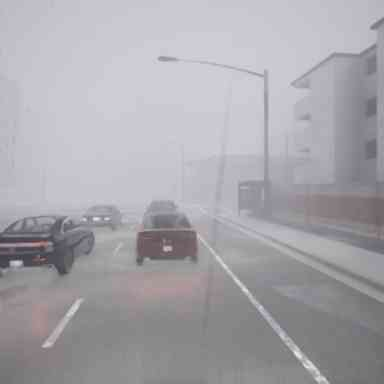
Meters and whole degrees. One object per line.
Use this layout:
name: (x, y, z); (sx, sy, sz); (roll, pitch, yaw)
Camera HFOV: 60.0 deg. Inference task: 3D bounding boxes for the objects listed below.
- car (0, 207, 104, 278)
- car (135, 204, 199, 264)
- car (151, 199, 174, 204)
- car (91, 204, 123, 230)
car: (-4.276, 1.445, 10.101); (2.128, 1.511, 4.902); (0, 0, -5)
car: (-0.904, 1.407, 11.682); (1.882, 1.535, 5.008); (0, 0, -5)
car: (-1.876, 1.228, 20.840); (2.097, 1.767, 4.553); (0, 0, -6)
car: (-5.305, 1.445, 19.980); (2.033, 1.411, 5.357); (0, 0, -6)
